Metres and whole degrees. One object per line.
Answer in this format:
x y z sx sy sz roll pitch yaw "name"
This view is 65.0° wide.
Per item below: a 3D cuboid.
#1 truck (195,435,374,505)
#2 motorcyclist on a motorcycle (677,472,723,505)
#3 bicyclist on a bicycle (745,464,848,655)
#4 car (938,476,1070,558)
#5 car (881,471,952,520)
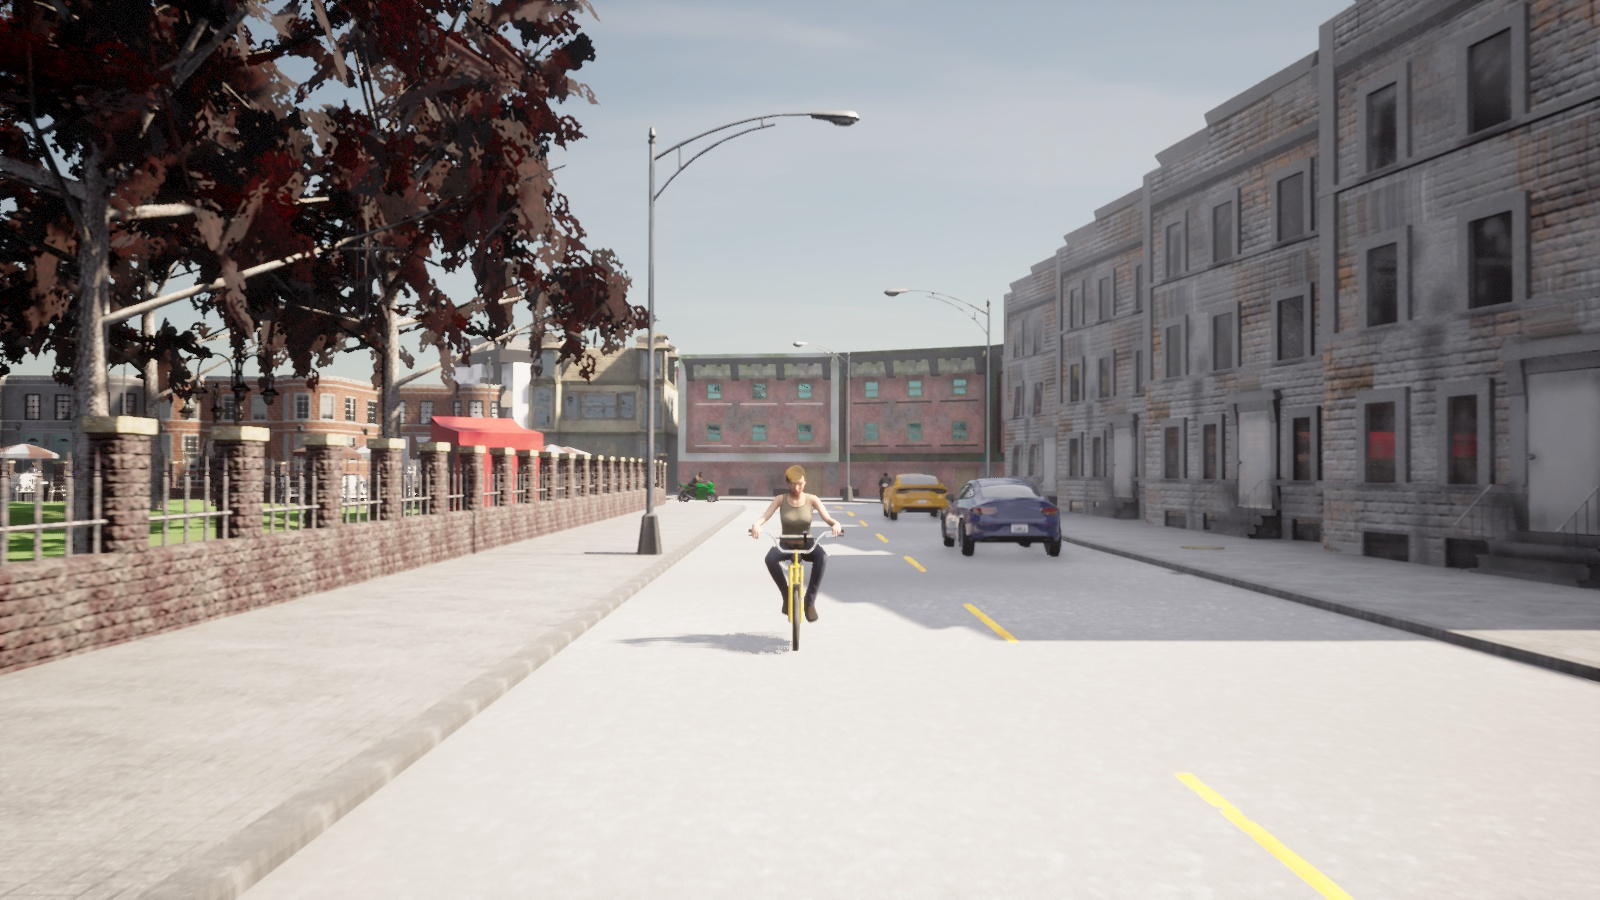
-26.284 1.014 64.256 7.936 3.462 2.891 0 -1 0 "truck"
-4.748 1.817 59.691 2.044 1.523 0.797 -1 1 16 "motorcyclist on a motorcycle"
-0.027 0.942 11.398 0.866 1.612 1.509 0 -1 0 "bicyclist on a bicycle"
3.916 1.241 24.843 1.812 1.442 4.674 0 -1 0 "car"
3.850 1.484 42.222 1.882 1.535 5.008 0 -1 0 "car"
